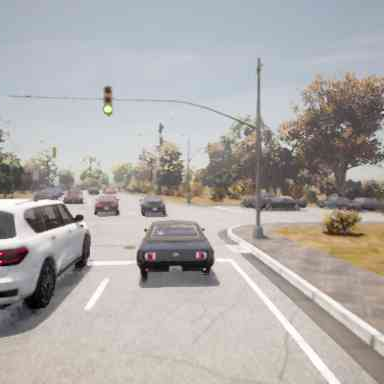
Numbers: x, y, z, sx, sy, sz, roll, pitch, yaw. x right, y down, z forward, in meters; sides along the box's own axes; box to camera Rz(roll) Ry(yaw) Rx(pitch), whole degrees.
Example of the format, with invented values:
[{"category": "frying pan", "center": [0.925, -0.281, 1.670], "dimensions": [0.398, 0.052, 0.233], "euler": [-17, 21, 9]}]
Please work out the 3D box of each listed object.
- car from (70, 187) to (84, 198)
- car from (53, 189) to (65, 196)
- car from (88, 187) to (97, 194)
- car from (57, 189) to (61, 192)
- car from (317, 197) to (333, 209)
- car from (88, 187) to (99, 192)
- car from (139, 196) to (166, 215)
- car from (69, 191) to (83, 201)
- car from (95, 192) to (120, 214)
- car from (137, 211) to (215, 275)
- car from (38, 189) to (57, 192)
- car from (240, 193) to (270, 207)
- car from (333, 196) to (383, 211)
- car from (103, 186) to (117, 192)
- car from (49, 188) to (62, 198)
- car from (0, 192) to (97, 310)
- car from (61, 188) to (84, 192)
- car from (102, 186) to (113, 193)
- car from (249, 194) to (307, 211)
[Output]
[{"category": "car", "center": [-20.125, 0.038, 58.188], "dimensions": [2.097, 1.767, 4.553], "euler": [-1, 1, -19]}, {"category": "car", "center": [-27.081, 0.033, 67.679], "dimensions": [1.994, 1.385, 4.181], "euler": [-1, 1, -19]}, {"category": "car", "center": [-24.163, -0.403, 80.786], "dimensions": [1.837, 1.490, 4.892], "euler": [-1, 1, -18]}, {"category": "car", "center": [-20.717, 0.475, 48.926], "dimensions": [1.994, 1.385, 4.181], "euler": [-1, 2, -18]}, {"category": "car", "center": [15.913, 1.184, 36.546], "dimensions": [4.181, 1.385, 1.994], "euler": [2, 1, -14]}, {"category": "car", "center": [-20.798, -0.129, 70.935], "dimensions": [1.882, 1.535, 5.008], "euler": [-1, 1, -19]}, {"category": "car", "center": [-3.199, 1.002, 26.509], "dimensions": [1.812, 1.442, 4.674], "euler": [0, 1, -12]}, {"category": "car", "center": [-16.992, 0.513, 48.785], "dimensions": [1.895, 1.301, 4.718], "euler": [-1, 2, -18]}, {"category": "car", "center": [-6.937, 0.986, 27.225], "dimensions": [1.812, 1.442, 4.674], "euler": [0, 2, -12]}, {"category": "car", "center": [-0.522, 1.490, 10.092], "dimensions": [1.895, 1.301, 4.718], "euler": [0, 1, -4]}, {"category": "car", "center": [-18.020, 0.632, 40.441], "dimensions": [1.837, 1.490, 4.892], "euler": [0, 2, -17]}, {"category": "car", "center": [7.328, 0.907, 34.163], "dimensions": [4.892, 1.490, 1.837], "euler": [1, 1, -16]}, {"category": "car", "center": [17.405, 1.274, 33.342], "dimensions": [5.357, 1.411, 2.033], "euler": [2, 1, -16]}, {"category": "car", "center": [-17.612, -0.288, 72.431], "dimensions": [2.097, 1.767, 4.553], "euler": [-1, 1, -19]}, {"category": "car", "center": [-23.861, 0.168, 58.294], "dimensions": [1.882, 1.535, 5.008], "euler": [-1, 1, -19]}, {"category": "car", "center": [-3.943, 1.160, 7.748], "dimensions": [2.150, 2.045, 5.566], "euler": [0, 1, -5]}, {"category": "car", "center": [-14.270, 0.482, 40.210], "dimensions": [2.097, 1.767, 4.553], "euler": [-1, 2, -17]}, {"category": "car", "center": [-20.838, -0.578, 81.876], "dimensions": [2.097, 1.767, 4.553], "euler": [-1, 1, -18]}, {"category": "car", "center": [8.103, 1.087, 30.751], "dimensions": [4.718, 1.301, 1.895], "euler": [1, 1, -16]}]
